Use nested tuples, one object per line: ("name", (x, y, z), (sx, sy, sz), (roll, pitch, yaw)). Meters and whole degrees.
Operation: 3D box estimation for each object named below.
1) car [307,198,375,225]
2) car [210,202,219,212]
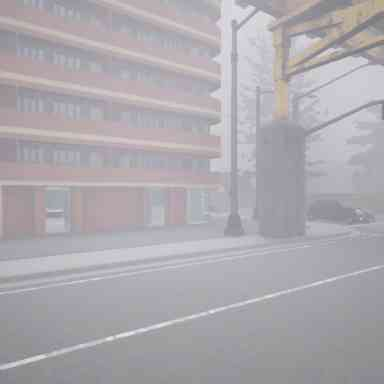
("car", (10.794, 1.352, 24.294), (2.097, 1.767, 4.553), (0, 0, -34))
("car", (1.040, 1.477, 38.254), (1.882, 1.535, 5.008), (0, 0, -35))
